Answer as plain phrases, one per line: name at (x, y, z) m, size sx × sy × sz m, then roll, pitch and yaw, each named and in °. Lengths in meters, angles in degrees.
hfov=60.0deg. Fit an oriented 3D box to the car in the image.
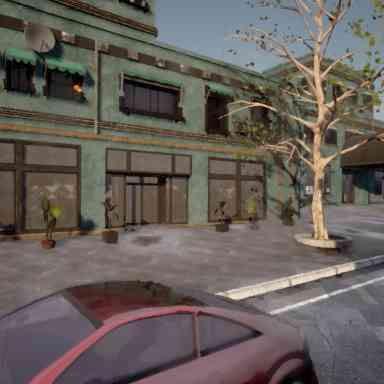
car at (-0.842, 1.564, 2.777) m, size 4.181 × 1.385 × 1.994 m, roll 0°, pitch 0°, yaw -36°
